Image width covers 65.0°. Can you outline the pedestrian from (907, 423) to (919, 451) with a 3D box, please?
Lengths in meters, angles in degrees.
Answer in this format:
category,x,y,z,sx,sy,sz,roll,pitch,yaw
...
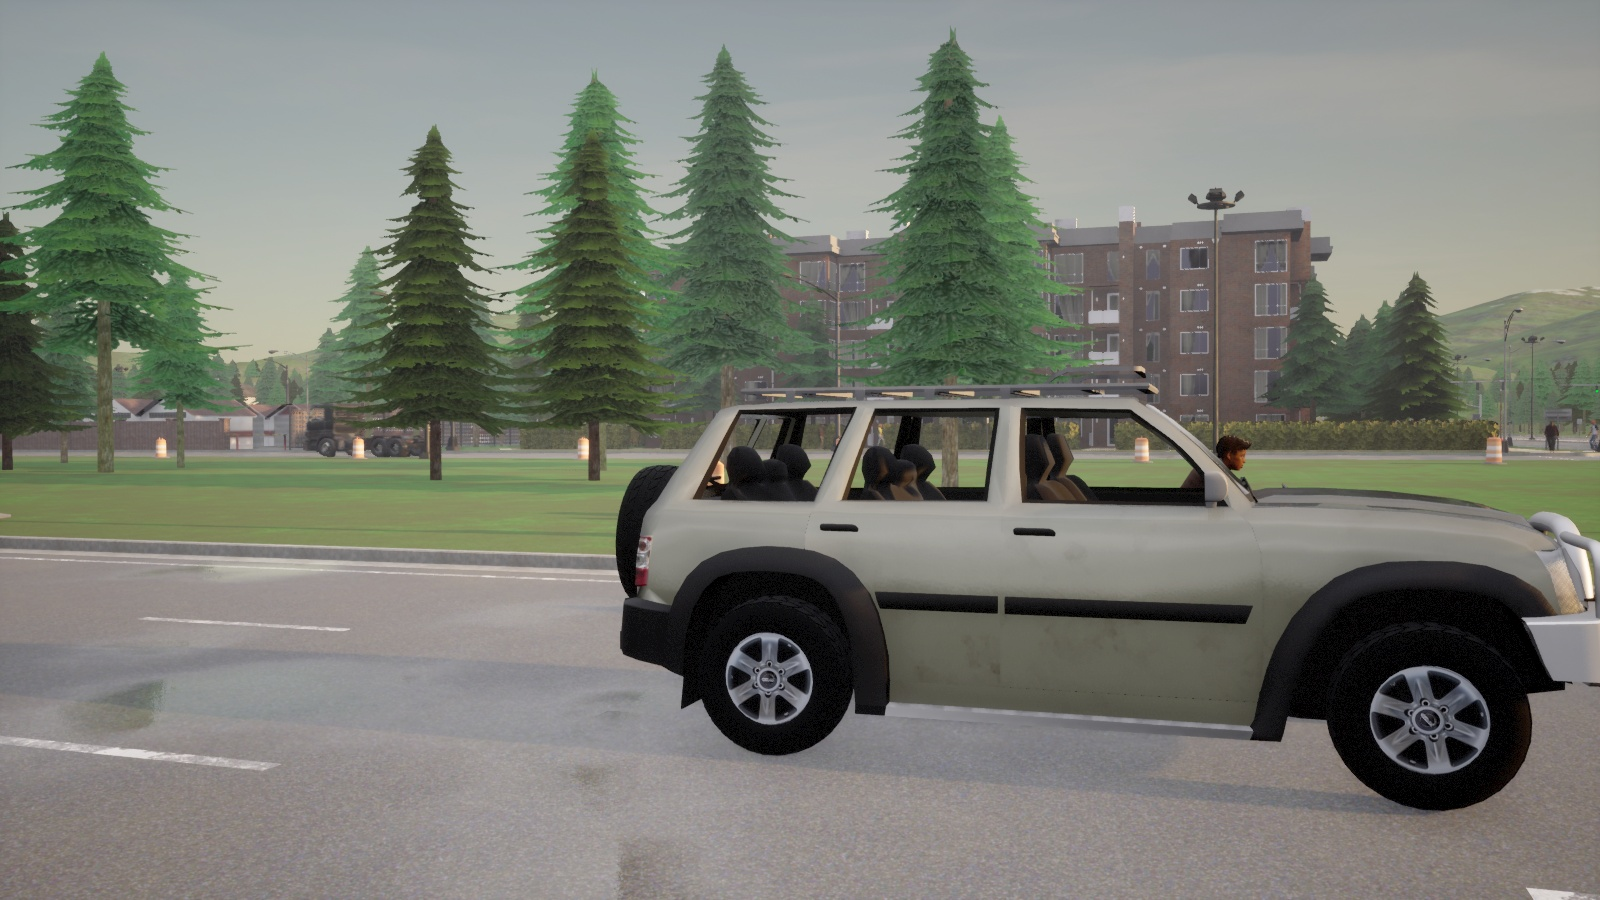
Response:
category,x,y,z,sx,sy,sz,roll,pitch,yaw
pedestrian,7.635,-0.869,84.486,0.726,1.835,0.370,1,1,18

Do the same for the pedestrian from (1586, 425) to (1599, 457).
category,x,y,z,sx,sy,sz,roll,pitch,yaw
pedestrian,45.132,-0.508,71.351,0.706,1.836,0.354,1,1,18

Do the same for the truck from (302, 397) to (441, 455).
category,x,y,z,sx,sy,sz,roll,pitch,yaw
truck,-26.247,-1.486,76.957,7.936,3.462,2.891,1,1,19

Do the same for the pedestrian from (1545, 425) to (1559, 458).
category,x,y,z,sx,sy,sz,roll,pitch,yaw
pedestrian,42.269,-0.506,70.548,0.634,1.844,0.899,1,1,29

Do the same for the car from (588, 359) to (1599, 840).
category,x,y,z,sx,sy,sz,roll,pitch,yaw
car,1.444,0.546,6.396,4.605,1.855,1.932,1,1,18
